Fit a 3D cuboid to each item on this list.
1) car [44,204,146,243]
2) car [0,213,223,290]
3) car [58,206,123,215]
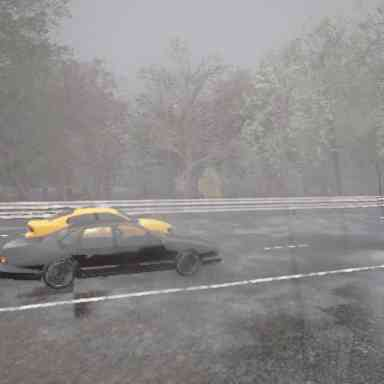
[{"bbox_3d":[-4.357,1.333,15.117,4.181,1.385,1.994,-1,1,-20],"label":"car"},{"bbox_3d":[-1.945,1.427,8.549,5.357,1.411,2.033,-1,1,-20],"label":"car"},{"bbox_3d":[-3.133,1.308,11.838,5.008,1.535,1.882,-1,1,-20],"label":"car"}]
